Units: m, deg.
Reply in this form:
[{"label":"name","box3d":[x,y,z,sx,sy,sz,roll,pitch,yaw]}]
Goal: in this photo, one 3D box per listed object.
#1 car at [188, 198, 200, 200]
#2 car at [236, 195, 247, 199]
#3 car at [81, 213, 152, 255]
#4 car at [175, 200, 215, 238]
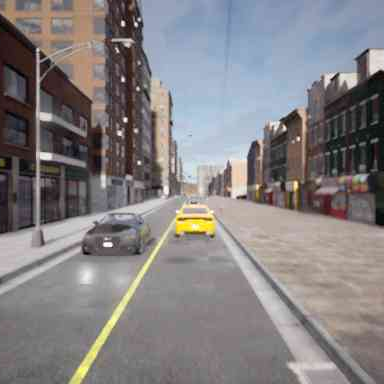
[{"label":"car","box3d":[0.215,1.409,42.183,1.895,1.301,4.718,0,0,0]},{"label":"car","box3d":[13.455,1.313,85.773,4.313,1.339,1.947,1,0,0]},{"label":"car","box3d":[-2.725,1.504,12.779,1.994,1.385,4.181,0,0,0]},{"label":"car","box3d":[0.145,1.399,17.330,1.882,1.535,5.008,0,0,0]}]
